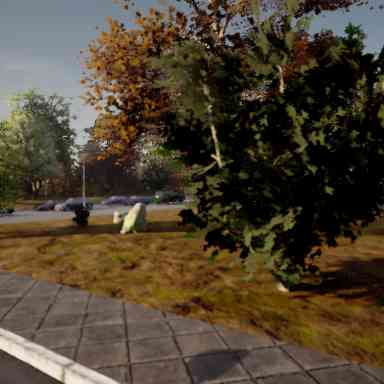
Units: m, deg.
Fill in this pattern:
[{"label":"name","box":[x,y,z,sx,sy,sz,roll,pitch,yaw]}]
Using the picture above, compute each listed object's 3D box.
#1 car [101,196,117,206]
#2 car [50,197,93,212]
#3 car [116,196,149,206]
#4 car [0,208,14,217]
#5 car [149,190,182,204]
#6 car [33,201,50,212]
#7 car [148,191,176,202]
[{"label":"car","box":[-11.809,1.348,51.576,1.812,1.442,4.674,-1,2,39]},{"label":"car","box":[-14.937,1.492,42.142,2.097,1.767,4.553,-1,1,39]},{"label":"car","box":[-8.267,1.267,50.410,2.033,1.411,5.357,-1,2,39]},{"label":"car","box":[-21.192,1.964,34.375,1.895,1.301,4.718,-1,0,39]},{"label":"car","box":[-3.370,0.739,50.610,2.150,2.045,5.566,-1,2,39]},{"label":"car","box":[-18.002,1.745,43.916,2.033,1.411,5.357,-1,1,39]},{"label":"car","box":[-5.276,0.798,59.627,2.128,1.511,4.902,-1,2,40]}]
